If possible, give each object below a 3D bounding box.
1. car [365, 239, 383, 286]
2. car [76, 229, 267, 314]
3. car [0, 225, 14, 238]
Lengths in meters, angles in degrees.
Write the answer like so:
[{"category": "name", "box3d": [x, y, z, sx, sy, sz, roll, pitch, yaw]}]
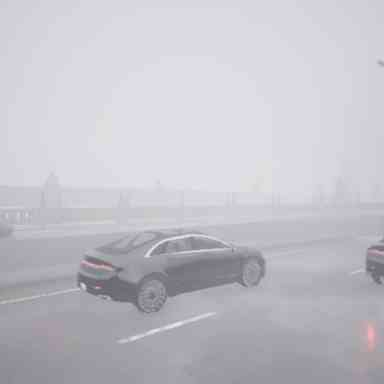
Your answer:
[{"category": "car", "box3d": [6.430, 1.611, 8.662, 4.902, 1.511, 2.128, 0, -1, -36]}, {"category": "car", "box3d": [-0.227, 1.656, 8.051, 4.902, 1.511, 2.128, 0, -1, -38]}, {"category": "car", "box3d": [-11.852, 2.028, 16.885, 4.718, 1.301, 1.895, 0, -1, -39]}]
